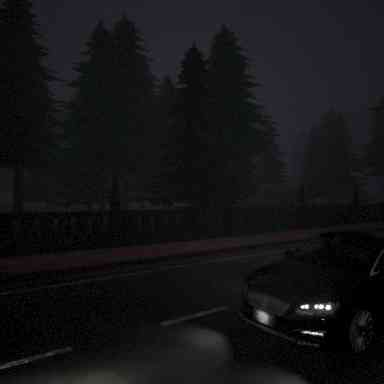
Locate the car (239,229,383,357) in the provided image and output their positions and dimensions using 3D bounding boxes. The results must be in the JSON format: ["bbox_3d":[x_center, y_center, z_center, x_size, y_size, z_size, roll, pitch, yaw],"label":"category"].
[{"bbox_3d":[3.002,1.497,6.123,4.902,1.511,2.128,0,0,-35],"label":"car"}]
